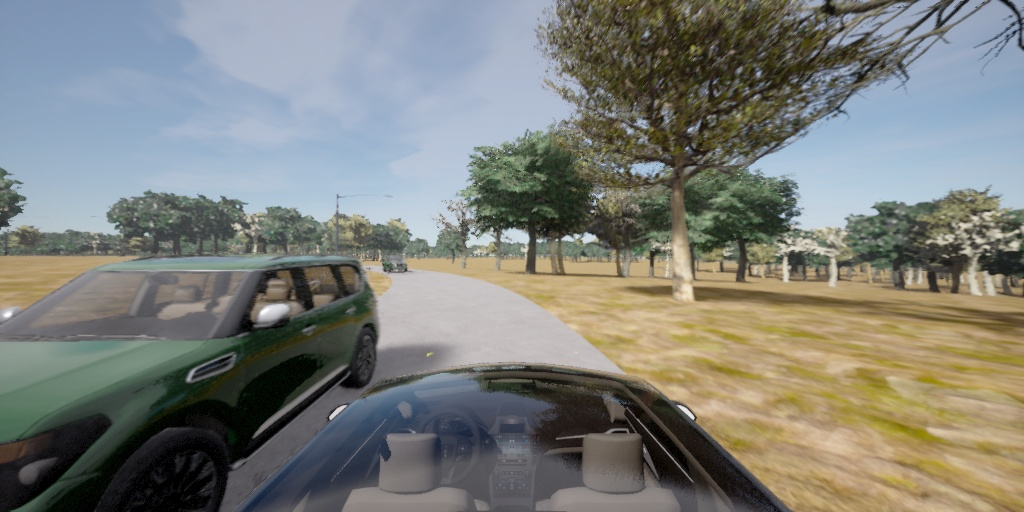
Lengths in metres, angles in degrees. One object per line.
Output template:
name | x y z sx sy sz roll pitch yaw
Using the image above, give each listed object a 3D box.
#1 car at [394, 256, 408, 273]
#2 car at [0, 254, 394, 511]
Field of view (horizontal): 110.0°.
car | -14.295 0.988 43.751 2.150 2.045 5.566 0 0 -29
car | -3.230 0.993 3.937 2.150 2.045 5.566 0 0 -2
